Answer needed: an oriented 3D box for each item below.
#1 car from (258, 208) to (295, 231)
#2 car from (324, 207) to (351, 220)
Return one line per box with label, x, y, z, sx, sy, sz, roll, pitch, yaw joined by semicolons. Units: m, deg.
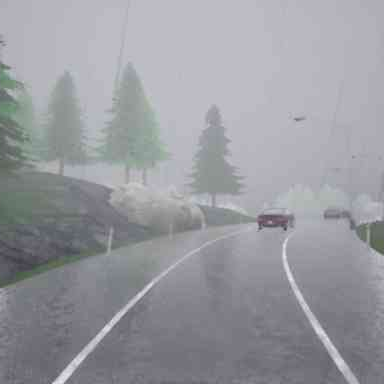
car;6.087;1.875;23.679;1.882;1.535;5.008;-2;-3;25
car;17.065;2.483;38.766;2.128;1.511;4.902;-5;-5;44
